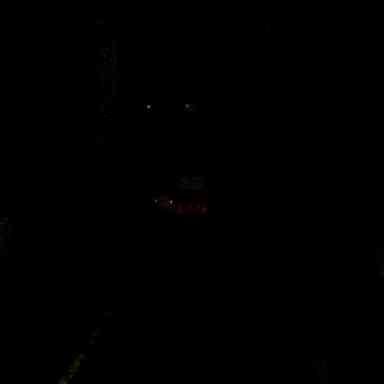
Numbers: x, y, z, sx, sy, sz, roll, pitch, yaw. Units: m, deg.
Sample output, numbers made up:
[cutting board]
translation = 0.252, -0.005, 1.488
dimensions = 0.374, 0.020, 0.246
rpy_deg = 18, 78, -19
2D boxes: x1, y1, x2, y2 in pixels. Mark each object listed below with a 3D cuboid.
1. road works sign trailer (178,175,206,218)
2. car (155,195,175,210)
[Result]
[road works sign trailer]
translation = -0.001, 0.305, 28.410
dimensions = 2.380, 3.560, 2.880
rpy_deg = 0, 0, 0
[car]
translation = -3.093, 1.139, 38.526
dimensions = 2.097, 1.767, 4.553
rpy_deg = 0, 0, 0
